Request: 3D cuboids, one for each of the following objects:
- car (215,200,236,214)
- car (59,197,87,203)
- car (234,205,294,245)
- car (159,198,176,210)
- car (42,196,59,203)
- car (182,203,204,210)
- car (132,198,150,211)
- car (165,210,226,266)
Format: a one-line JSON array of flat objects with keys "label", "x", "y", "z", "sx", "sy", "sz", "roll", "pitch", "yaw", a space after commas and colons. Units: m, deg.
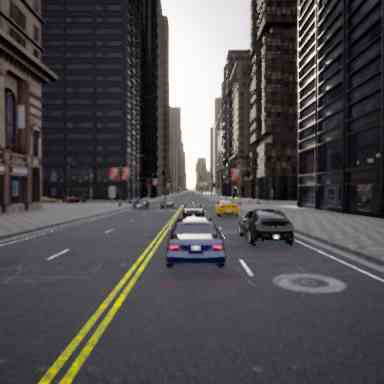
[{"label": "car", "x": 3.360, "y": 1.547, "z": 32.761, "sx": 1.882, "sy": 1.535, "sz": 5.008, "roll": 0, "pitch": 0, "yaw": 0}, {"label": "car", "x": -22.760, "y": 1.541, "z": 64.529, "sx": 4.507, "sy": 1.381, "sz": 1.887, "roll": 0, "pitch": 0, "yaw": 0}, {"label": "car", "x": 3.355, "y": 1.538, "z": 15.655, "sx": 1.837, "sy": 1.490, "sz": 4.892, "roll": 0, "pitch": 0, "yaw": 0}, {"label": "car", "x": -3.310, "y": 1.602, "z": 45.520, "sx": 1.837, "sy": 1.490, "sz": 4.892, "roll": 0, "pitch": -1, "yaw": 0}, {"label": "car", "x": -28.215, "y": 1.478, "z": 64.499, "sx": 4.829, "sy": 1.417, "sz": 1.752, "roll": 0, "pitch": 0, "yaw": 0}, {"label": "car", "x": 0.111, "y": 1.664, "z": 29.929, "sx": 1.895, "sy": 1.301, "sz": 4.718, "roll": 0, "pitch": 0, "yaw": 0}, {"label": "car", "x": -6.570, "y": 1.583, "z": 43.346, "sx": 2.128, "sy": 1.511, "sz": 4.902, "roll": 0, "pitch": 0, "yaw": 0}, {"label": "car", "x": 0.104, "y": 1.572, "z": 11.526, "sx": 2.033, "sy": 1.411, "sz": 5.357, "roll": 0, "pitch": 0, "yaw": 0}]
